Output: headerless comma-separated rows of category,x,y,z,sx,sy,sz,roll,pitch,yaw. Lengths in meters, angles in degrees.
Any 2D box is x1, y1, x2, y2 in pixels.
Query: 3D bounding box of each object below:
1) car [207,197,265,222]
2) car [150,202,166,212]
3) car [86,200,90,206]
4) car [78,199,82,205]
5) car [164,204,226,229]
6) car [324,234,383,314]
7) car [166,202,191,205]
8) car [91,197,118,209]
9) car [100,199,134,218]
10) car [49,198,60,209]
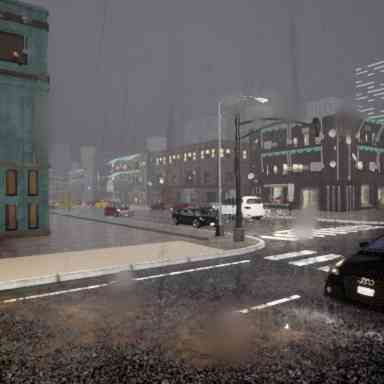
car,3.791,1.432,28.771,2.150,2.045,5.566,-1,0,-32
car,-4.176,1.965,44.872,1.802,1.307,4.206,-2,0,-35
car,-20.169,2.227,67.460,1.887,1.381,4.507,-1,0,-35
car,-26.566,2.363,76.495,1.947,1.339,4.313,-1,0,-35
car,0.102,1.814,24.115,1.947,1.339,4.313,-1,0,-35
car,4.675,1.562,6.999,4.181,1.385,1.994,0,0,-35
car,-0.979,1.903,40.355,1.802,1.307,4.206,-2,0,-35
car,-14.555,2.044,55.063,1.882,1.535,5.008,-1,0,-35
car,-7.820,1.846,35.510,1.967,1.590,4.097,-1,0,-35
car,-23.711,2.232,57.960,1.752,1.417,4.829,-1,0,-35
